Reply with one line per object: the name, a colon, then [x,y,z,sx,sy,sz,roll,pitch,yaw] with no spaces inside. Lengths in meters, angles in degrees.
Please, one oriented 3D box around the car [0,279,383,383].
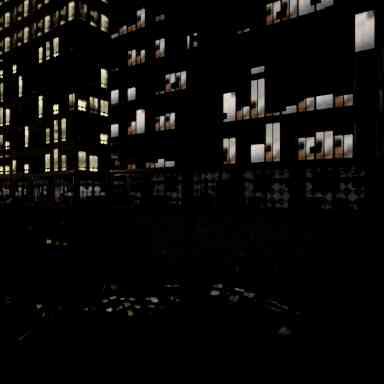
car: [-0.427,1.565,3.175,4.313,1.339,1.947,0,0,36]
